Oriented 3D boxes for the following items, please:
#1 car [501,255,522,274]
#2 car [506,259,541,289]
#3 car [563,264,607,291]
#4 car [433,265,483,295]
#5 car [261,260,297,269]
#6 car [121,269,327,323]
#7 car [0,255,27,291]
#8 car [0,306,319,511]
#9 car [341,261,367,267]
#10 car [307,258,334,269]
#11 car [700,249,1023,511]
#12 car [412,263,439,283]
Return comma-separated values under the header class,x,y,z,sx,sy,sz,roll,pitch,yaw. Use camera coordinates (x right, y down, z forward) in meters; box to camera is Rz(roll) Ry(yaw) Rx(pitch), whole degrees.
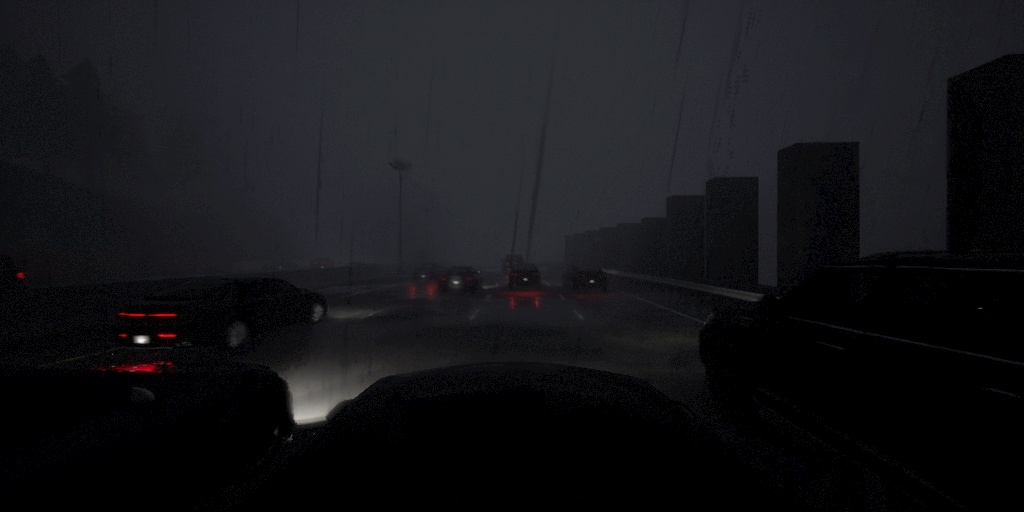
class,x,y,z,sx,sy,sz,roll,pitch,yaw
car,0.044,0.900,39.087,2.150,2.045,5.566,0,0,-5
car,0.758,1.187,22.989,1.882,1.535,5.008,0,0,0
car,4.263,1.190,21.481,1.882,1.535,5.008,0,0,0
car,-2.750,1.278,19.741,1.994,1.385,4.181,0,0,1
car,-28.848,1.209,44.608,2.033,1.411,5.357,0,0,-7
car,-6.549,1.240,8.849,1.837,1.490,4.892,0,0,2
car,-20.617,0.949,11.984,2.150,2.045,5.566,0,0,2
car,-3.332,1.313,2.061,1.994,1.385,4.181,0,0,3
car,-17.889,1.271,40.966,1.895,1.301,4.718,0,0,-6
car,-25.825,1.005,48.547,2.097,1.767,4.553,0,0,-8
car,3.722,0.971,2.863,2.150,2.045,5.566,0,0,3
car,-6.331,1.224,27.622,1.812,1.442,4.674,0,0,-2
